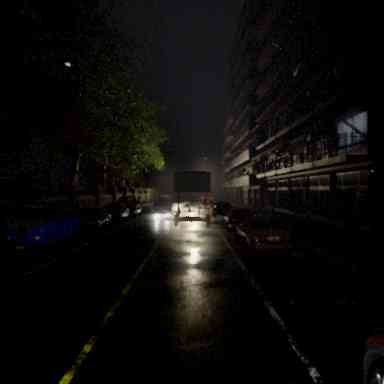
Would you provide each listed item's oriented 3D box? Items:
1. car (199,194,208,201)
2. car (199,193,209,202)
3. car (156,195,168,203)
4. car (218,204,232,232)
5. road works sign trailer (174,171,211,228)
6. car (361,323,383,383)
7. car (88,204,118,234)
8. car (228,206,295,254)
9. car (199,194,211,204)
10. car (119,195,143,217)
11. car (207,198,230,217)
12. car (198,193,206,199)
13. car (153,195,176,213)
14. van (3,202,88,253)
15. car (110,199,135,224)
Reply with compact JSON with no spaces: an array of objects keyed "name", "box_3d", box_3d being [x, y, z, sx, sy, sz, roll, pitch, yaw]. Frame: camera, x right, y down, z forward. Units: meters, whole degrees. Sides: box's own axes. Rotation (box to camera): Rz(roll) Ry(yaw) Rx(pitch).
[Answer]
[{"name":"car","box_3d":[2.720,1.300,80.637,1.967,1.590,4.097,0,0,0]},{"name":"car","box_3d":[2.717,1.181,75.006,2.192,1.841,5.009,0,0,0]},{"name":"car","box_3d":[-5.667,1.318,63.749,1.967,1.590,4.097,0,0,0]},{"name":"car","box_3d":[2.698,1.537,18.704,1.802,1.307,4.206,0,0,0]},{"name":"road works sign trailer","box_3d":[0.009,0.413,21.724,2.380,3.560,2.880,0,0,0]},{"name":"car","box_3d":[2.691,1.435,1.812,1.967,1.590,4.097,0,0,0]},{"name":"car","box_3d":[-5.683,1.537,18.706,1.802,1.307,4.206,0,0,0]},{"name":"car","box_3d":[2.696,1.492,13.243,1.752,1.417,4.829,0,0,0]},{"name":"car","box_3d":[2.712,1.429,58.116,1.887,1.381,4.507,0,0,0]},{"name":"car","box_3d":[-5.678,1.246,29.968,2.192,1.841,5.009,0,0,0]},{"name":"car","box_3d":[2.702,1.497,29.966,1.947,1.339,4.313,0,0,0]},{"name":"car","box_3d":[2.714,1.423,63.747,1.887,1.381,4.507,0,0,0]},{"name":"car","box_3d":[-3.081,1.410,36.258,2.128,1.511,4.902,0,0,0]},{"name":"van","box_3d":[-5.685,1.308,13.075,1.690,1.788,3.998,0,0,0]},{"name":"car","box_3d":[-5.681,1.487,24.337,1.887,1.381,4.507,0,0,0]}]
